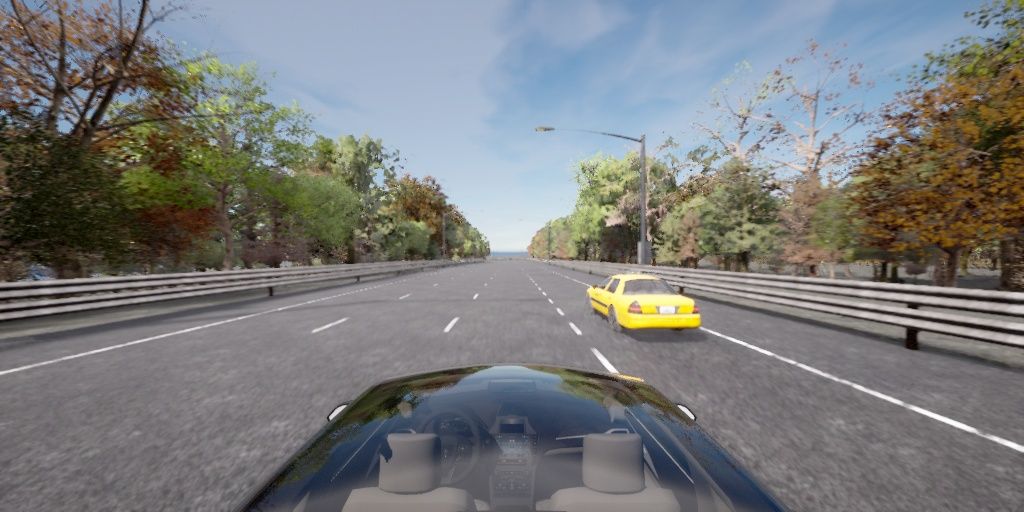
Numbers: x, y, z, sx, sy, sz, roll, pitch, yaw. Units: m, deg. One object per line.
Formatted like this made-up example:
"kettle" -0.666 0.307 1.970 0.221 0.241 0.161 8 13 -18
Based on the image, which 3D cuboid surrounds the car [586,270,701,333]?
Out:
"car" 3.510 1.196 10.699 1.801 1.575 5.366 0 0 0
